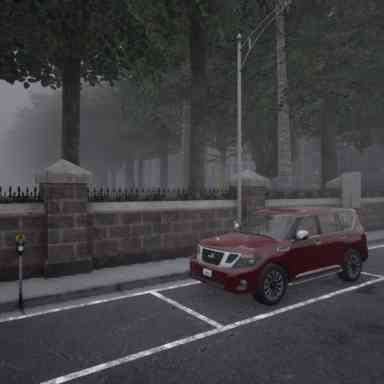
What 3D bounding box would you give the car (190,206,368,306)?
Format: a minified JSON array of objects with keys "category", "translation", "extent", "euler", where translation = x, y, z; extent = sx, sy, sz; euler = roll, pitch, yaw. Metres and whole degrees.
[{"category":"car","translation":[2.359,1.314,8.215],"extent":[5.009,1.841,2.192],"euler":[0,0,-35]}]
